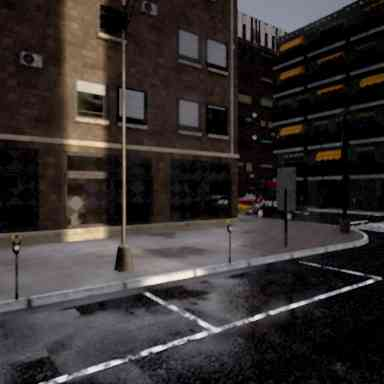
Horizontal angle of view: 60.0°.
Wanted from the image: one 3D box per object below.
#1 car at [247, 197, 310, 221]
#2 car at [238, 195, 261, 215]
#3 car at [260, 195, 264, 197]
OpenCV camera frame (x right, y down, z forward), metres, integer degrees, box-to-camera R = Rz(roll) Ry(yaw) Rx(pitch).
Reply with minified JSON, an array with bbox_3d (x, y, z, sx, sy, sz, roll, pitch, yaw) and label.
[{"bbox_3d":[6.517,1.291,24.406,2.008,1.369,4.403,1,0,-36],"label":"car"},{"bbox_3d":[3.337,1.191,28.766,1.752,1.417,4.829,1,0,-36],"label":"car"},{"bbox_3d":[6.747,1.013,38.313,1.967,1.590,4.097,1,0,-36],"label":"car"}]
